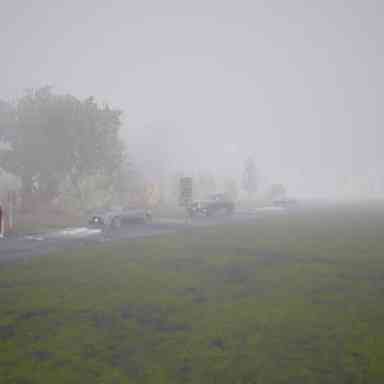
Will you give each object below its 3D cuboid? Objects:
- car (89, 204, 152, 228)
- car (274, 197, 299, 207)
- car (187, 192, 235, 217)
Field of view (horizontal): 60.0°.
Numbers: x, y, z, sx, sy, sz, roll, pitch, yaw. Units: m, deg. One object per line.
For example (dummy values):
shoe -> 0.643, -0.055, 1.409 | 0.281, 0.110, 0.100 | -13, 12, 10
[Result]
car -> -4.556, 1.503, 21.545 | 1.994, 1.385, 4.181 | 0, 0, 36
car -> 12.715, 1.287, 44.765 | 1.895, 1.301, 4.718 | 0, 1, 37
car -> 1.826, 1.069, 30.155 | 2.150, 2.045, 5.566 | 0, 1, 37
